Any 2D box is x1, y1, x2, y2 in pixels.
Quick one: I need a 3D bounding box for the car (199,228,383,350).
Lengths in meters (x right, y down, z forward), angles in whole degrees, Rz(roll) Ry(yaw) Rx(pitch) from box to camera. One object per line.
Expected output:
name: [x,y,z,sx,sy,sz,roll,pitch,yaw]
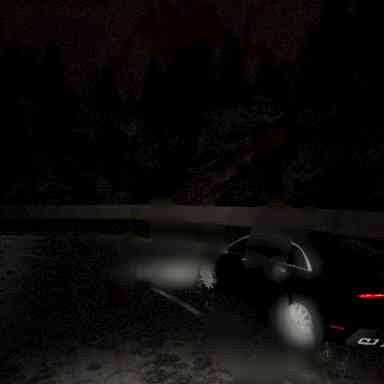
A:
car: [1.782,1.460,6.350,1.837,1.490,4.892,1,-1,-24]
